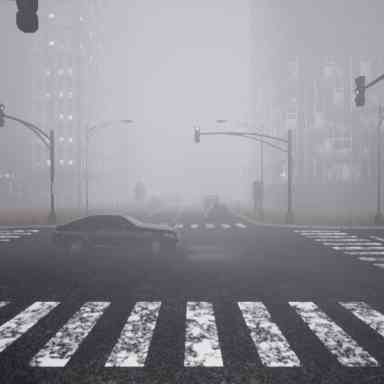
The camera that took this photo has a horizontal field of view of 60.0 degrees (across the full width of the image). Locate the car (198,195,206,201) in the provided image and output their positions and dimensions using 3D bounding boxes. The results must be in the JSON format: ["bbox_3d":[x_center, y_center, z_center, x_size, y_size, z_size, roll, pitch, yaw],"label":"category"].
[{"bbox_3d":[2.539,1.536,81.824,1.802,1.307,4.206,-1,0,0],"label":"car"}]

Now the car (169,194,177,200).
[{"bbox_3d":[-5.346,1.384,92.846,1.967,1.590,4.097,-1,0,0],"label":"car"}]

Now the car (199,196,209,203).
[{"bbox_3d":[2.540,1.508,70.774,1.887,1.381,4.507,-1,0,0],"label":"car"}]

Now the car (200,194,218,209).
[{"bbox_3d":[2.530,1.297,43.152,2.192,1.841,5.009,-1,0,0],"label":"car"}]

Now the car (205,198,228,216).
[{"bbox_3d":[2.516,1.569,32.102,1.802,1.307,4.206,-1,0,0],"label":"car"}]

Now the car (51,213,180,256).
[{"bbox_3d":[-2.790,1.526,12.481,4.674,1.442,1.812,0,0,0],"label":"car"}]

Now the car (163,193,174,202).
[{"bbox_3d":[-5.344,1.273,76.273,2.192,1.841,5.009,-1,0,0],"label":"car"}]

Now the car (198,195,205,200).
[{"bbox_3d":[2.536,1.489,92.873,1.887,1.381,4.507,-1,0,0],"label":"car"}]

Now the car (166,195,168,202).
[{"bbox_3d":[-5.336,1.557,54.175,1.802,1.307,4.206,-1,0,0],"label":"car"}]

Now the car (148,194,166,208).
[{"bbox_3d":[-5.337,1.419,48.650,1.967,1.590,4.097,-1,0,0],"label":"car"}]

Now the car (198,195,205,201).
[{"bbox_3d":[2.537,1.474,87.518,1.752,1.417,4.829,-1,0,0],"label":"car"}]

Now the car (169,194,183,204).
[{"bbox_3d":[-2.763,1.320,64.366,2.097,1.767,4.553,0,0,0],"label":"car"}]

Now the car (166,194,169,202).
[{"bbox_3d":[-5.341,1.403,70.748,1.967,1.590,4.097,-1,0,0],"label":"car"}]
